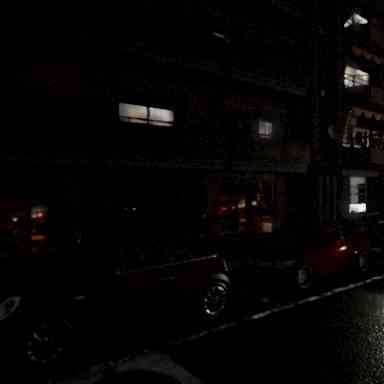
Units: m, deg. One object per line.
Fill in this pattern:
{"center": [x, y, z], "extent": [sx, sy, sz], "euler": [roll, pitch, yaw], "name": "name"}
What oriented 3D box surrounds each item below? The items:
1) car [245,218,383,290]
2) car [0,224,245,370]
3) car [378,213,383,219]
{"center": [3.163, 1.526, 8.822], "extent": [4.206, 1.307, 1.802], "euler": [-1, 0, -35], "name": "car"}
{"center": [-1.338, 1.425, 5.612], "extent": [4.097, 1.590, 1.967], "euler": [-1, 0, -35], "name": "car"}
{"center": [7.660, 1.344, 12.031], "extent": [4.097, 1.590, 1.967], "euler": [-1, 0, -35], "name": "car"}
